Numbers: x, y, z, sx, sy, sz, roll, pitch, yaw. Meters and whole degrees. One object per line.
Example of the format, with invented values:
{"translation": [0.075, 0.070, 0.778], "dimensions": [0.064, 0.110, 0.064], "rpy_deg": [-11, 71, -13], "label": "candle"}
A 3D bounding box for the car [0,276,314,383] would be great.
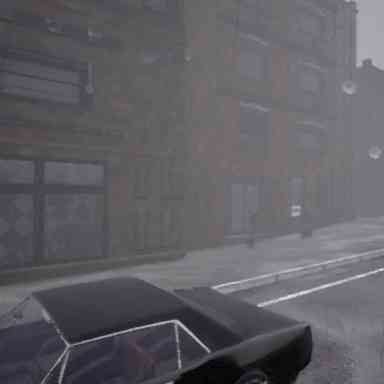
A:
{"translation": [-1.116, 1.597, 2.889], "dimensions": [4.718, 1.301, 1.895], "rpy_deg": [0, 0, -35], "label": "car"}
